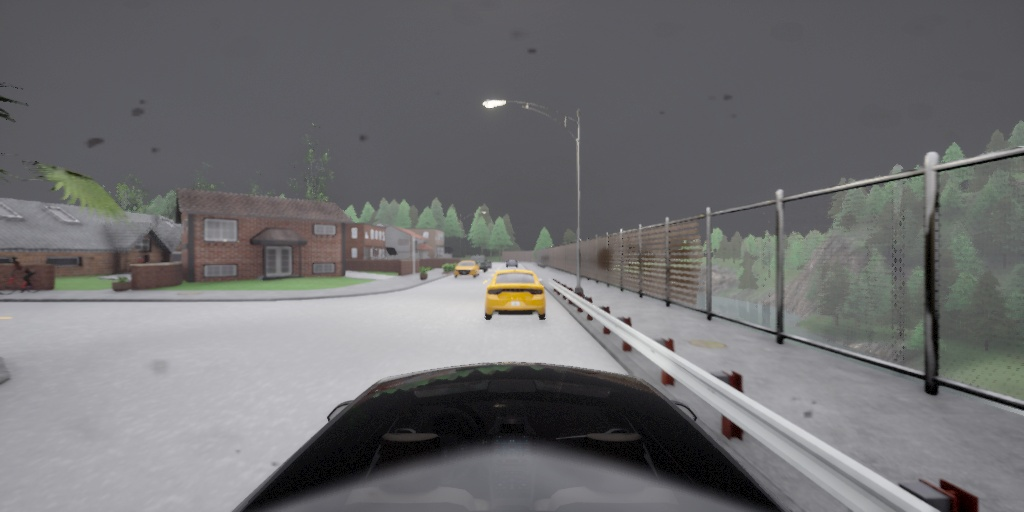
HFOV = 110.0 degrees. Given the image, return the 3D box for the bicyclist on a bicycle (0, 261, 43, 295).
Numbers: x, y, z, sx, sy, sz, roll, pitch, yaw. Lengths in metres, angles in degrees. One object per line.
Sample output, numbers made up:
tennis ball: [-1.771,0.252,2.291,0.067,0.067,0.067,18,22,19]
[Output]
bicyclist on a bicycle: [-24.278,1.074,17.716,0.582,1.620,1.656,0,0,0]

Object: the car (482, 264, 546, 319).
car: [0.104,1.206,12.714,1.882,1.535,5.008,0,0,0]

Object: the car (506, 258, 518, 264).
car: [0.029,1.204,58.339,1.994,1.385,4.181,0,0,0]

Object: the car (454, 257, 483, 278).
car: [-4.083,1.168,33.079,1.882,1.535,5.008,0,0,0]

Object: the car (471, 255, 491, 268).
car: [-4.058,0.892,43.023,2.150,2.045,5.566,0,0,0]
